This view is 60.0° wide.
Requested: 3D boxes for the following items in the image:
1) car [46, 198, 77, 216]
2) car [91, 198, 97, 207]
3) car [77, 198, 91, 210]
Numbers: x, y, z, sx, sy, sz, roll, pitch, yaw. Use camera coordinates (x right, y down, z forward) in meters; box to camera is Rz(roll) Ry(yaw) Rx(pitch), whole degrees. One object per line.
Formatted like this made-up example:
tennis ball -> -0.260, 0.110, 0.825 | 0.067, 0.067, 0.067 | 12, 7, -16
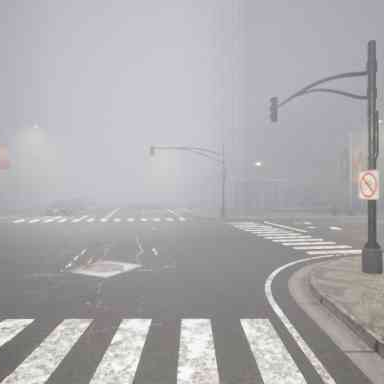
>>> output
car -> -13.216, 1.542, 33.473 | 1.812, 1.442, 4.674 | 0, 0, -10
car -> -16.406, 1.600, 53.148 | 1.994, 1.385, 4.181 | 0, 0, -9
car -> -14.808, 1.503, 43.305 | 1.882, 1.535, 5.008 | 0, 0, -9
